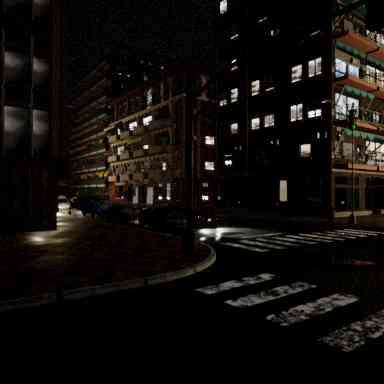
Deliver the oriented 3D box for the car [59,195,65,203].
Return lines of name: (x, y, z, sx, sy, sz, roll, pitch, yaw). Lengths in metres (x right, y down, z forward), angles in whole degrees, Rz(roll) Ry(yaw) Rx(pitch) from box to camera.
car: (-24.450, 1.457, 61.263, 2.033, 1.411, 5.357, 0, 0, -35)

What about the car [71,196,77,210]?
car: (-13.254, 1.425, 40.257, 1.837, 1.490, 4.892, 0, 0, -35)

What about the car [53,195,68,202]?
car: (-28.005, 1.361, 70.667, 1.967, 1.590, 4.097, 0, 0, -36)

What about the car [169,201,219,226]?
car: (-0.096, 1.518, 21.910, 1.994, 1.385, 4.181, 0, 0, -36)

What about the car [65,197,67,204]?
car: (-21.493, 1.448, 61.607, 1.752, 1.417, 4.829, 0, 0, -36)

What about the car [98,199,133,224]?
car: (-4.959, 1.459, 24.248, 1.752, 1.417, 4.829, 0, 0, -36)

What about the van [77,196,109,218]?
van: (-8.363, 1.266, 28.985, 1.690, 1.788, 3.998, 0, 0, -36)

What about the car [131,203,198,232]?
car: (-1.753, 1.526, 19.787, 1.802, 1.307, 4.206, 0, 0, -36)

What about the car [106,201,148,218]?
car: (-5.996, 1.538, 30.125, 1.895, 1.301, 4.718, 0, 0, -36)
